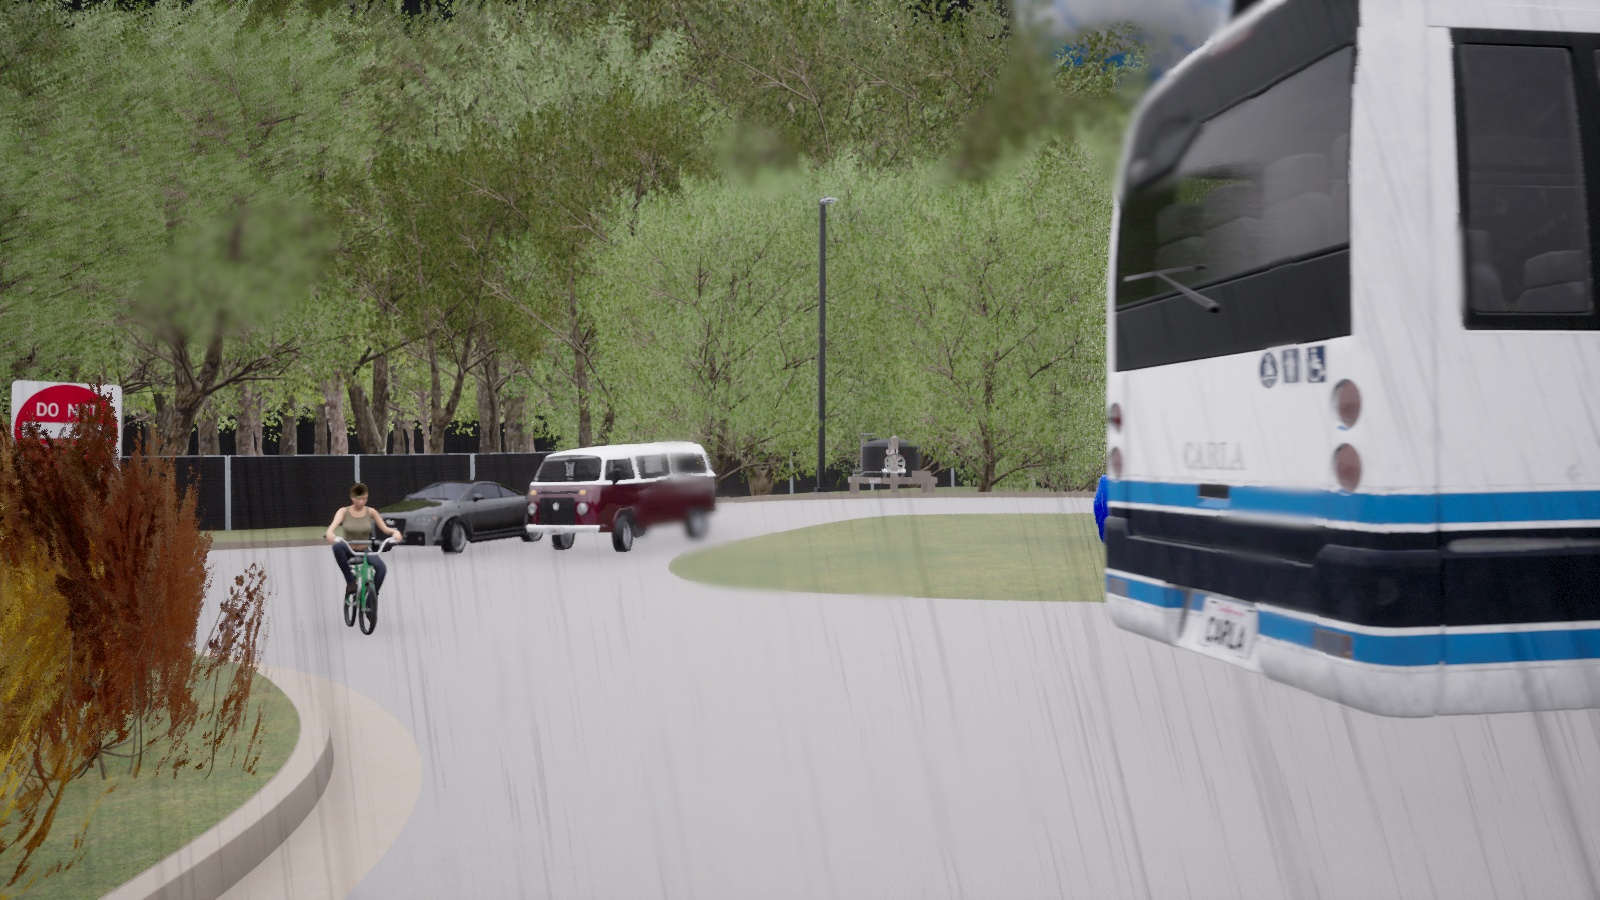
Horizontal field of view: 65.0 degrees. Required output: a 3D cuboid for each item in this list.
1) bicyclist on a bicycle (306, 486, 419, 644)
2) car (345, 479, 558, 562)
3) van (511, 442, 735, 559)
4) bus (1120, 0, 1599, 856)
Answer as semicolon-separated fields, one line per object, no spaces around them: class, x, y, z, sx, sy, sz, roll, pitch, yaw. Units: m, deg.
bicyclist on a bicycle;-4.780;1.203;13.675;0.866;1.612;1.509;1;-3;-30
car;-7.044;1.387;25.828;1.994;1.385;4.181;-2;1;23
van;-3.423;0.931;25.214;2.069;2.038;4.480;-2;0;30
bus;7.766;-0.515;8.039;10.273;4.253;3.944;-1;0;-9
